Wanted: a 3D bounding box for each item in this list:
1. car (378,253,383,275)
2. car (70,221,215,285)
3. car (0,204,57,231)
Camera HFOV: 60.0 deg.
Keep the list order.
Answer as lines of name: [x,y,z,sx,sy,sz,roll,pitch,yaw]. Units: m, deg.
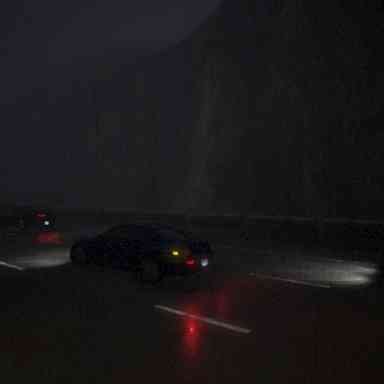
car: [7.249,1.588,7.353,5.357,1.411,2.033,0,0,37]
car: [-1.534,1.548,9.524,4.674,1.442,1.812,0,0,37]
car: [-10.177,1.482,20.315,4.892,1.490,1.837,1,0,37]
